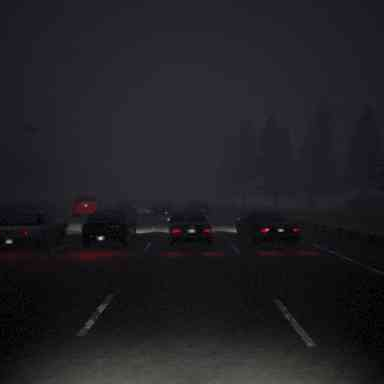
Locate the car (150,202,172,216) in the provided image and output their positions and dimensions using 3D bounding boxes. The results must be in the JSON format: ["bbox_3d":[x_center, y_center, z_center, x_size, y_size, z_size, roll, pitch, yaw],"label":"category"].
[{"bbox_3d":[-2.938,1.617,32.620,1.895,1.301,4.718,0,0,-15],"label":"car"}]

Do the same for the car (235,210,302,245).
[{"bbox_3d":[3.343,1.564,15.577,2.033,1.411,5.357,0,0,-3],"label":"car"}]

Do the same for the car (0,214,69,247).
[{"bbox_3d":[-7.140,1.617,14.987,1.895,1.301,4.718,0,0,-3],"label":"car"}]

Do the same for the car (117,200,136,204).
[{"bbox_3d":[-6.312,1.495,31.688,2.128,1.511,4.902,0,0,-15],"label":"car"}]

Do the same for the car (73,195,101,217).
[{"bbox_3d":[-9.701,1.258,30.814,2.150,2.045,5.566,0,0,-15],"label":"car"}]

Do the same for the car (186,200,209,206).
[{"bbox_3d":[0.451,1.533,33.495,1.812,1.442,4.674,0,0,-15],"label":"car"}]

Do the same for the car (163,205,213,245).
[{"bbox_3d":[-0.151,1.563,15.371,2.033,1.411,5.357,0,0,-3],"label":"car"}]

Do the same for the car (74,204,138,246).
[{"bbox_3d":[-3.645,1.517,15.164,1.837,1.490,4.892,0,0,-3],"label":"car"}]
